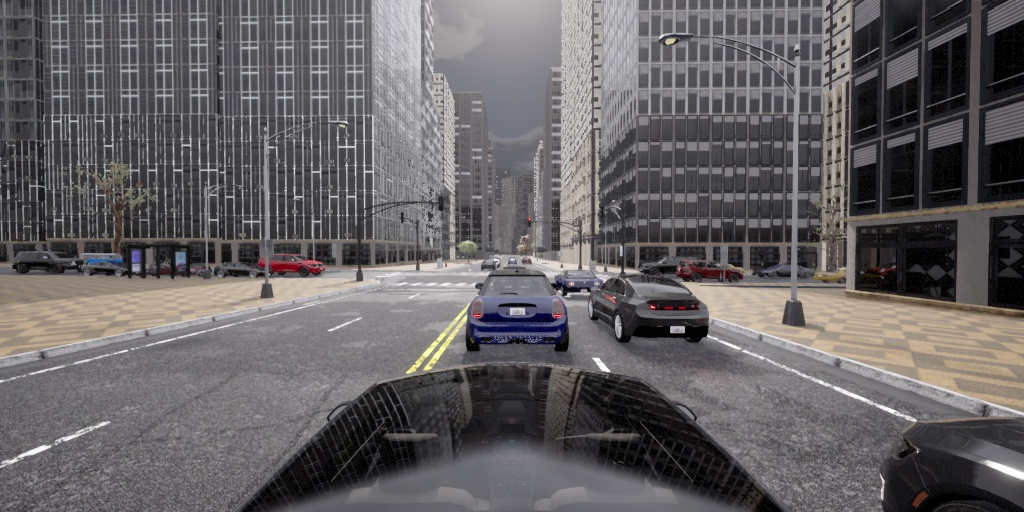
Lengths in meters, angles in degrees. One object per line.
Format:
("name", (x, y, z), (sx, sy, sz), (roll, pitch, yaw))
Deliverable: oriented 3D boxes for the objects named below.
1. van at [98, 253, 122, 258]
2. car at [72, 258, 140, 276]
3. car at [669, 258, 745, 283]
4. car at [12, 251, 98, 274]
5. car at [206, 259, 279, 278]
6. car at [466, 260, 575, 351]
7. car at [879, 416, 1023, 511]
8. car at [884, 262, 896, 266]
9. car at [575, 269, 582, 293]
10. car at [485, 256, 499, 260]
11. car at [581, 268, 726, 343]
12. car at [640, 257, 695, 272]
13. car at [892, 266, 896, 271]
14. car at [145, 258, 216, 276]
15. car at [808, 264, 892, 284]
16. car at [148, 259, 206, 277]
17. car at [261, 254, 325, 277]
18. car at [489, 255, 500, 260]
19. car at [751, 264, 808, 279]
("van", (-45.233, 0.605, 39.286), (3.998, 1.789, 1.690), (0, 0, 1))
("car", (-34.054, 1.069, 30.608), (4.313, 1.339, 1.948), (0, 0, 1))
("car", (16.234, 1.269, 29.700), (5.009, 1.841, 2.192), (0, 0, 1))
("car", (-42.859, 0.602, 33.443), (5.566, 2.045, 2.150), (1, 1, 2))
("car", (-22.690, 1.174, 30.285), (4.313, 1.339, 1.948), (0, 0, 1))
("car", (0.110, 1.099, 9.100), (2.097, 1.767, 4.553), (0, 0, 0))
("car", (3.345, 1.255, 0.308), (1.837, 1.490, 4.892), (0, 0, 0))
("car", (37.349, 1.396, 35.067), (4.553, 1.767, 2.097), (0, 1, 1))
("car", (3.376, 1.341, 19.017), (1.895, 1.301, 4.718), (0, 0, 0))
("car", (-3.271, 1.193, 50.633), (1.882, 1.535, 5.008), (0, 0, 0))
("car", (3.361, 1.251, 9.706), (1.837, 1.490, 4.892), (0, 0, 0))
("car", (15.596, 1.079, 35.509), (5.566, 2.045, 2.150), (1, 1, 2))
("car", (33.152, 1.684, 29.384), (4.207, 1.307, 1.802), (0, 0, 1))
("car", (-30.595, 0.997, 33.163), (4.892, 1.490, 1.837), (1, 1, 1))
("car", (27.682, 1.579, 29.486), (4.829, 1.417, 1.751), (0, 0, 1))
("car", (-28.374, 1.138, 30.427), (4.207, 1.307, 1.802), (0, 0, 1))
("car", (-20.236, 0.808, 32.934), (5.566, 2.045, 2.150), (0, 1, 1))
("car", (-3.242, 0.925, 60.582), (2.150, 2.045, 5.566), (0, 0, 0))
("car", (26.755, 1.501, 35.281), (5.357, 1.411, 2.033), (1, 1, 1))
